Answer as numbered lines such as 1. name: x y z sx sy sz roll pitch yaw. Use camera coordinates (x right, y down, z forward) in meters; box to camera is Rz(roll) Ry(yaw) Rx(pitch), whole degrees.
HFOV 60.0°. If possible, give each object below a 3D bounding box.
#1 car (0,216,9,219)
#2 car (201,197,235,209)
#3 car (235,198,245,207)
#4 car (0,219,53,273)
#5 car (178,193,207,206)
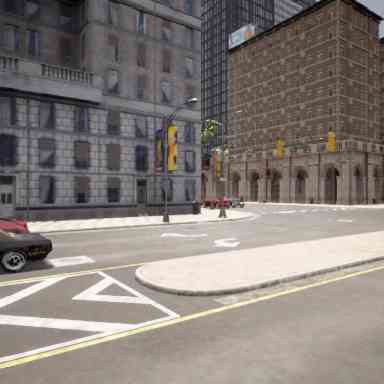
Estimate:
1. car: -8.480 1.526 12.087 4.674 1.442 1.812 0 0 -35
2. car: 3.238 1.482 46.395 1.882 1.535 5.008 0 0 -35
3. car: 5.668 1.496 49.025 2.128 1.511 4.902 0 0 -35
4. car: -6.535 1.601 9.182 4.718 1.301 1.895 0 0 -35
5. car: 0.029 1.226 57.126 2.150 2.045 5.566 0 0 -34
